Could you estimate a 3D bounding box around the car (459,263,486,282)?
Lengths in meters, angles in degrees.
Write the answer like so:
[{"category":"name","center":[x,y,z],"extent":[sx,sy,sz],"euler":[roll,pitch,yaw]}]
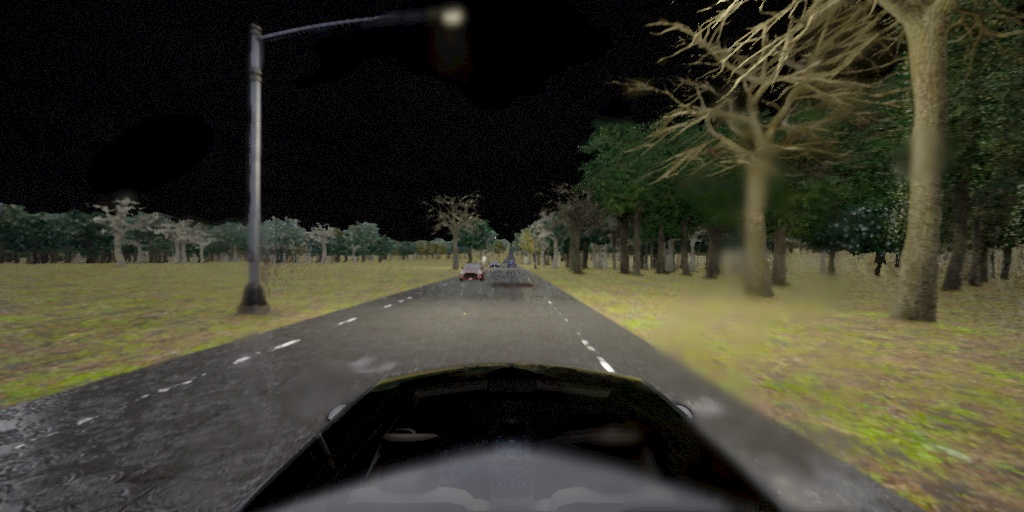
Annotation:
[{"category":"car","center":[-3.597,1.425,33.289],"extent":[2.097,1.767,4.553],"euler":[0,-1,0]}]
